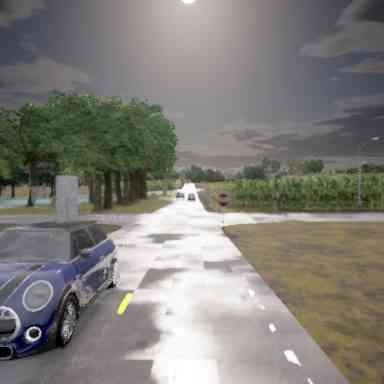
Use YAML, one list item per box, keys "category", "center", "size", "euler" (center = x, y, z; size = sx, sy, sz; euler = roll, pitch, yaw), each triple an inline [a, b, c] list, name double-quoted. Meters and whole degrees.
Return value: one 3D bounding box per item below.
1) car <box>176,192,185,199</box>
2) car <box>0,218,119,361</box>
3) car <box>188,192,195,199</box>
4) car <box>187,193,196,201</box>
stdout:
- category: "car"
  center: [-2.832, 0.749, 82.273]
  size: [2.097, 1.767, 4.553]
  euler: [0, 1, 0]
- category: "car"
  center: [-2.844, 1.395, 6.324]
  size: [2.097, 1.767, 4.553]
  euler: [0, 0, 0]
- category: "car"
  center: [-0.087, 0.950, 88.082]
  size: [1.882, 1.535, 5.008]
  euler: [0, 2, 0]
- category: "car"
  center: [-0.078, 1.409, 78.088]
  size: [1.994, 1.385, 4.181]
  euler: [0, 1, 0]
